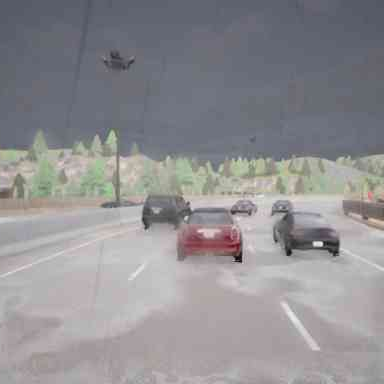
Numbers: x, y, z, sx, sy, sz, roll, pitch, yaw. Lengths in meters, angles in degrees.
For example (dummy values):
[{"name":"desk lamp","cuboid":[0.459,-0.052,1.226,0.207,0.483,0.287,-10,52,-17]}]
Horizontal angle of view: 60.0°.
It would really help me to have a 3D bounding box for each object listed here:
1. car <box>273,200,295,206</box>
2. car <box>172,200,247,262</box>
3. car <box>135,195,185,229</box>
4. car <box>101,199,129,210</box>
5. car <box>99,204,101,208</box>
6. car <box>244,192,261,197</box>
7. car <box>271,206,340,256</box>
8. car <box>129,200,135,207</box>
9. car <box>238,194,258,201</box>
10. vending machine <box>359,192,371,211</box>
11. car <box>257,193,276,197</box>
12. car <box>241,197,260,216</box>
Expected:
[{"name":"car","cuboid":[8.794,1.480,32.041,2.033,1.411,5.357,0,0,20]},{"name":"car","cuboid":[0.745,1.336,12.302,2.097,1.767,4.553,0,0,6]},{"name":"car","cuboid":[-1.455,1.199,21.272,2.150,2.045,5.566,0,0,11]},{"name":"car","cuboid":[-7.914,1.559,37.513,1.994,1.385,4.181,0,0,20]},{"name":"car","cuboid":[-9.672,1.553,42.950,2.033,1.411,5.357,0,0,22]},{"name":"car","cuboid":[13.503,1.087,72.890,2.150,2.045,5.566,-1,0,43]},{"name":"car","cuboid":[4.317,1.504,12.988,1.812,1.442,4.674,0,0,7]},{"name":"car","cuboid":[-4.536,1.460,36.650,1.882,1.535,5.008,0,0,20]},{"name":"car","cuboid":[13.123,1.197,77.539,2.128,1.511,4.902,-1,0,43]},{"name":"vending machine","cuboid":[19.365,1.067,37.210,1.100,2.100,0.880,-1,-1,26]},{"name":"car","cuboid":[16.584,1.360,71.054,1.895,1.301,4.718,-1,0,43]},{"name":"car","cuboid":[5.120,1.495,32.147,2.033,1.411,5.357,0,0,19]}]
